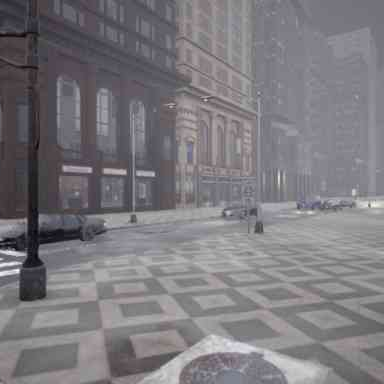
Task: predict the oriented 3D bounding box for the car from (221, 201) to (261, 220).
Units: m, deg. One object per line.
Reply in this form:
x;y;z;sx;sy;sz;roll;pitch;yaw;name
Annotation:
4.378;1.575;29.220;2.128;1.511;4.902;0;0;36;car

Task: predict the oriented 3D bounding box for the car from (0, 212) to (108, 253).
-6.124;1.576;14.329;2.033;1.411;5.357;0;0;33;car

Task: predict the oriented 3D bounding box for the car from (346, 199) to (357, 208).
23.736;1.702;50.766;2.033;1.411;5.357;0;0;36;car

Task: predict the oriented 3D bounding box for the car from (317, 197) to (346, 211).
17.832;1.655;42.523;1.812;1.442;4.674;0;0;36;car

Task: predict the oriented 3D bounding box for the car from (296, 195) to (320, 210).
16.102;1.399;45.432;2.150;2.045;5.566;0;0;36;car
